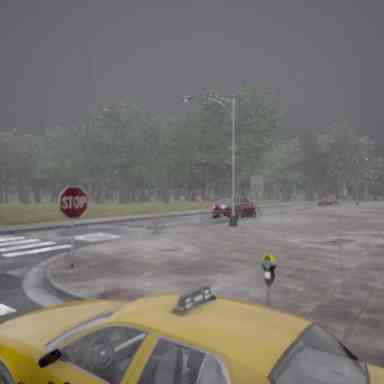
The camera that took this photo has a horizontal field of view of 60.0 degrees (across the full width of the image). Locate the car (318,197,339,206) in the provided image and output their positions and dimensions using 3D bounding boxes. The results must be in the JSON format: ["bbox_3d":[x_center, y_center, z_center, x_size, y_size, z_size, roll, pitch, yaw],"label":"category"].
[{"bbox_3d":[19.520,1.361,47.411,1.895,1.301,4.718,1,0,36],"label":"car"}]

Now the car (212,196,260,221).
[{"bbox_3d":[3.414,1.115,25.024,2.097,1.767,4.553,1,0,36],"label":"car"}]

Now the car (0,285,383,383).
[{"bbox_3d":[-0.195,1.515,2.945,4.829,1.417,1.752,0,0,35],"label":"car"}]
